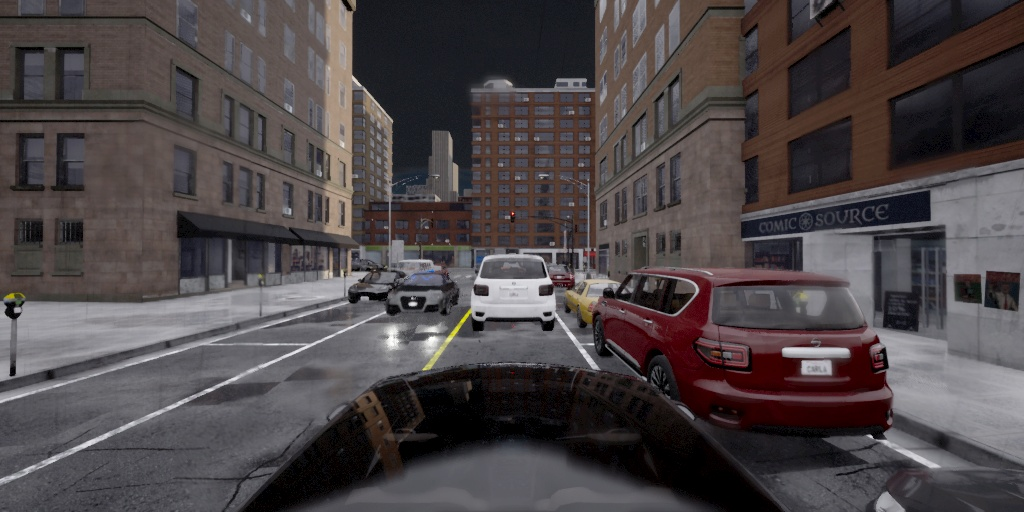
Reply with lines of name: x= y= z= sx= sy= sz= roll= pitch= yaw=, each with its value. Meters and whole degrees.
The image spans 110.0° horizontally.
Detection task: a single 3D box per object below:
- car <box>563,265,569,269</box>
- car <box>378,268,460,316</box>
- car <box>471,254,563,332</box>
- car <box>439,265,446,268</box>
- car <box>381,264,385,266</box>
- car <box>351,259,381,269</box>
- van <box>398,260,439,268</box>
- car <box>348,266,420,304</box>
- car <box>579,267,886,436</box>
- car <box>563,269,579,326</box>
car: x=2.631 y=1.211 z=21.983 sx=1.967 sy=1.591 sz=4.097 roll=0 pitch=0 yaw=0
car: x=-3.117 y=1.324 z=13.280 sx=1.994 sy=1.385 sz=4.181 roll=0 pitch=0 yaw=0
car: x=0.013 y=0.979 z=11.065 sx=2.150 sy=2.045 sz=5.566 roll=0 pitch=0 yaw=-1
car: x=-5.905 y=1.324 z=27.451 sx=1.888 sy=1.381 sz=4.507 roll=0 pitch=0 yaw=0
car: x=-17.871 y=1.162 z=43.586 sx=4.892 sy=1.490 sz=1.837 roll=0 pitch=-1 yaw=0
car: x=-18.065 y=1.167 z=40.336 sx=5.357 sy=1.411 sz=2.033 roll=0 pitch=-1 yaw=0
van: x=-5.894 y=1.113 z=21.969 sx=1.690 sy=1.789 sz=3.998 roll=0 pitch=0 yaw=0
car: x=-5.884 y=1.330 z=16.486 sx=1.948 sy=1.339 sz=4.313 roll=0 pitch=0 yaw=0
car: x=2.662 y=1.067 z=5.535 sx=2.192 sy=1.841 sz=5.009 roll=0 pitch=0 yaw=0
car: x=2.652 y=1.283 z=11.188 sx=1.751 sy=1.417 sz=4.829 roll=0 pitch=0 yaw=0
